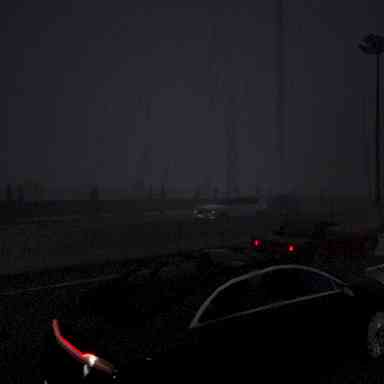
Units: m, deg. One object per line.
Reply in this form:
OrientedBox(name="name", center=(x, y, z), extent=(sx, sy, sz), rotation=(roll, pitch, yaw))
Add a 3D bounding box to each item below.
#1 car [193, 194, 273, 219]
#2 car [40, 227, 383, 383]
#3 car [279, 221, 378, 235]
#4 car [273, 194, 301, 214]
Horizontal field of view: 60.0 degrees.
OrientedBox(name="car", center=(2.746, 1.230, 23.134), extent=(5.566, 2.045, 2.150), rotation=(0, 0, -35))
OrientedBox(name="car", center=(0.743, 1.493, 4.274), extent=(4.902, 1.511, 2.128), rotation=(0, 0, -35))
OrientedBox(name="car", center=(4.238, 1.607, 11.062), extent=(4.718, 1.301, 1.895), rotation=(0, 0, -35))
OrientedBox(name="car", center=(7.851, 1.236, 31.064), extent=(5.566, 2.045, 2.150), rotation=(0, 0, -35))
